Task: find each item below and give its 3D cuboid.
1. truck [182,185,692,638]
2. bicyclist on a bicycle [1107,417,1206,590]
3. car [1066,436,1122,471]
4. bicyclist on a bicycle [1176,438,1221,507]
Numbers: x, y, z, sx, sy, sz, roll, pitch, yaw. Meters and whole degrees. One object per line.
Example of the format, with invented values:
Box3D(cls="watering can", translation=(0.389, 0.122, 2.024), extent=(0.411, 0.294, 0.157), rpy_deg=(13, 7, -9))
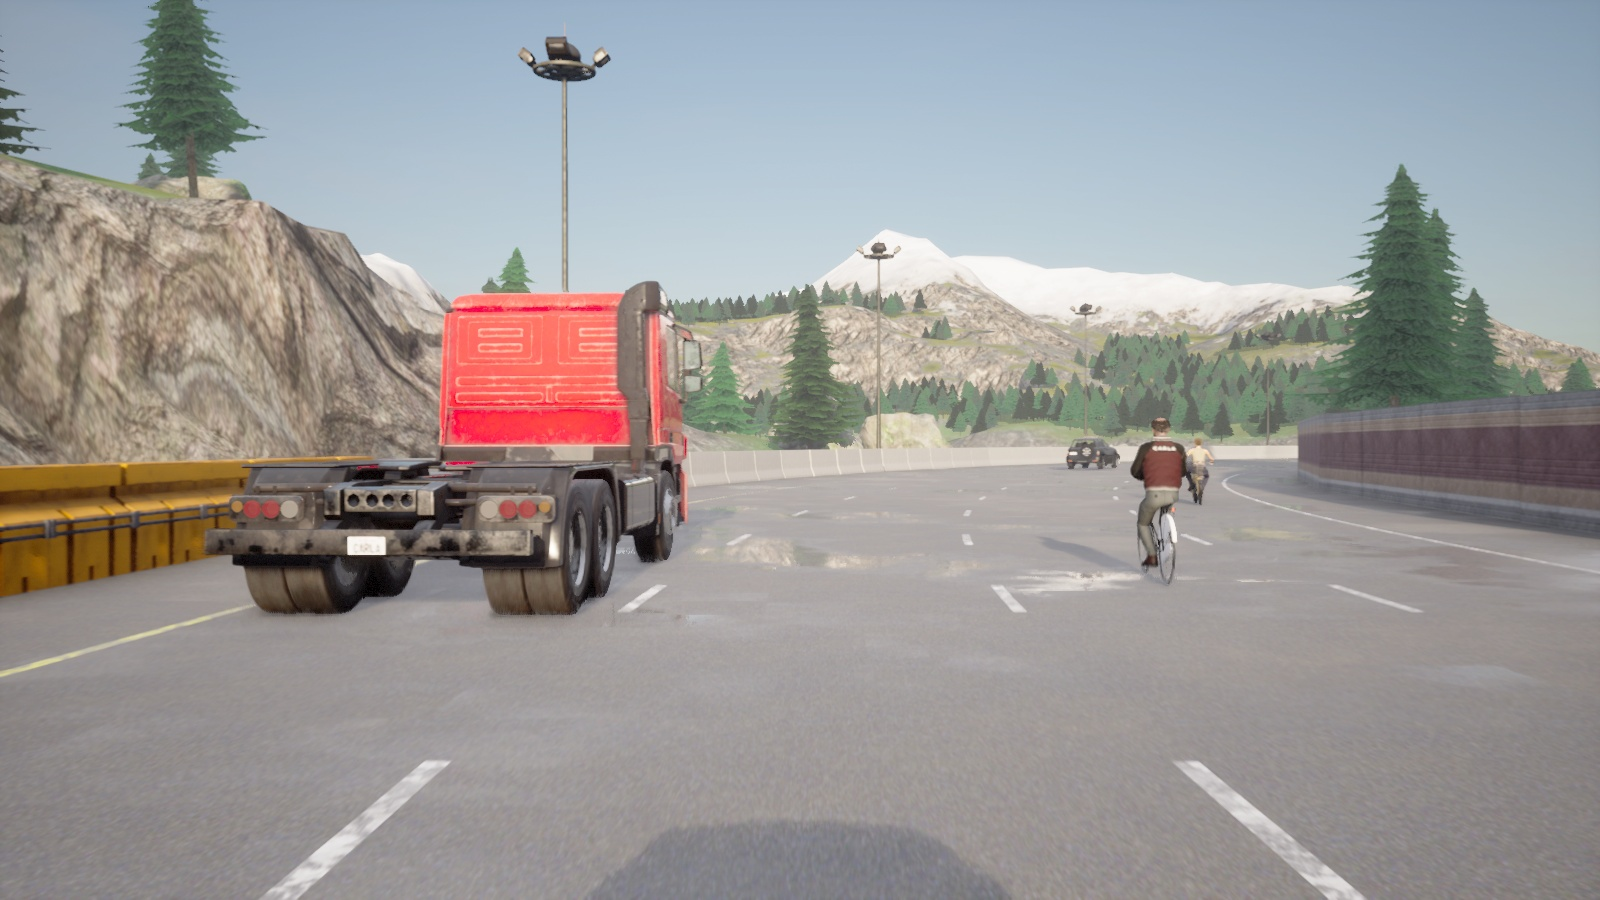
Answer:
Box3D(cls="truck", translation=(-3.148, -0.315, 13.640), extent=(2.891, 3.462, 7.936), rpy_deg=(0, 0, 3))
Box3D(cls="bicyclist on a bicycle", translation=(3.888, 0.542, 13.831), extent=(0.659, 1.776, 1.843), rpy_deg=(1, 1, 4))
Box3D(cls="car", translation=(16.450, 0.181, 70.095), extent=(1.932, 1.855, 4.605), rpy_deg=(0, 0, 28))
Box3D(cls="bicyclist on a bicycle", translation=(9.602, 0.520, 30.288), extent=(0.866, 1.612, 1.509), rpy_deg=(0, 0, 11))
